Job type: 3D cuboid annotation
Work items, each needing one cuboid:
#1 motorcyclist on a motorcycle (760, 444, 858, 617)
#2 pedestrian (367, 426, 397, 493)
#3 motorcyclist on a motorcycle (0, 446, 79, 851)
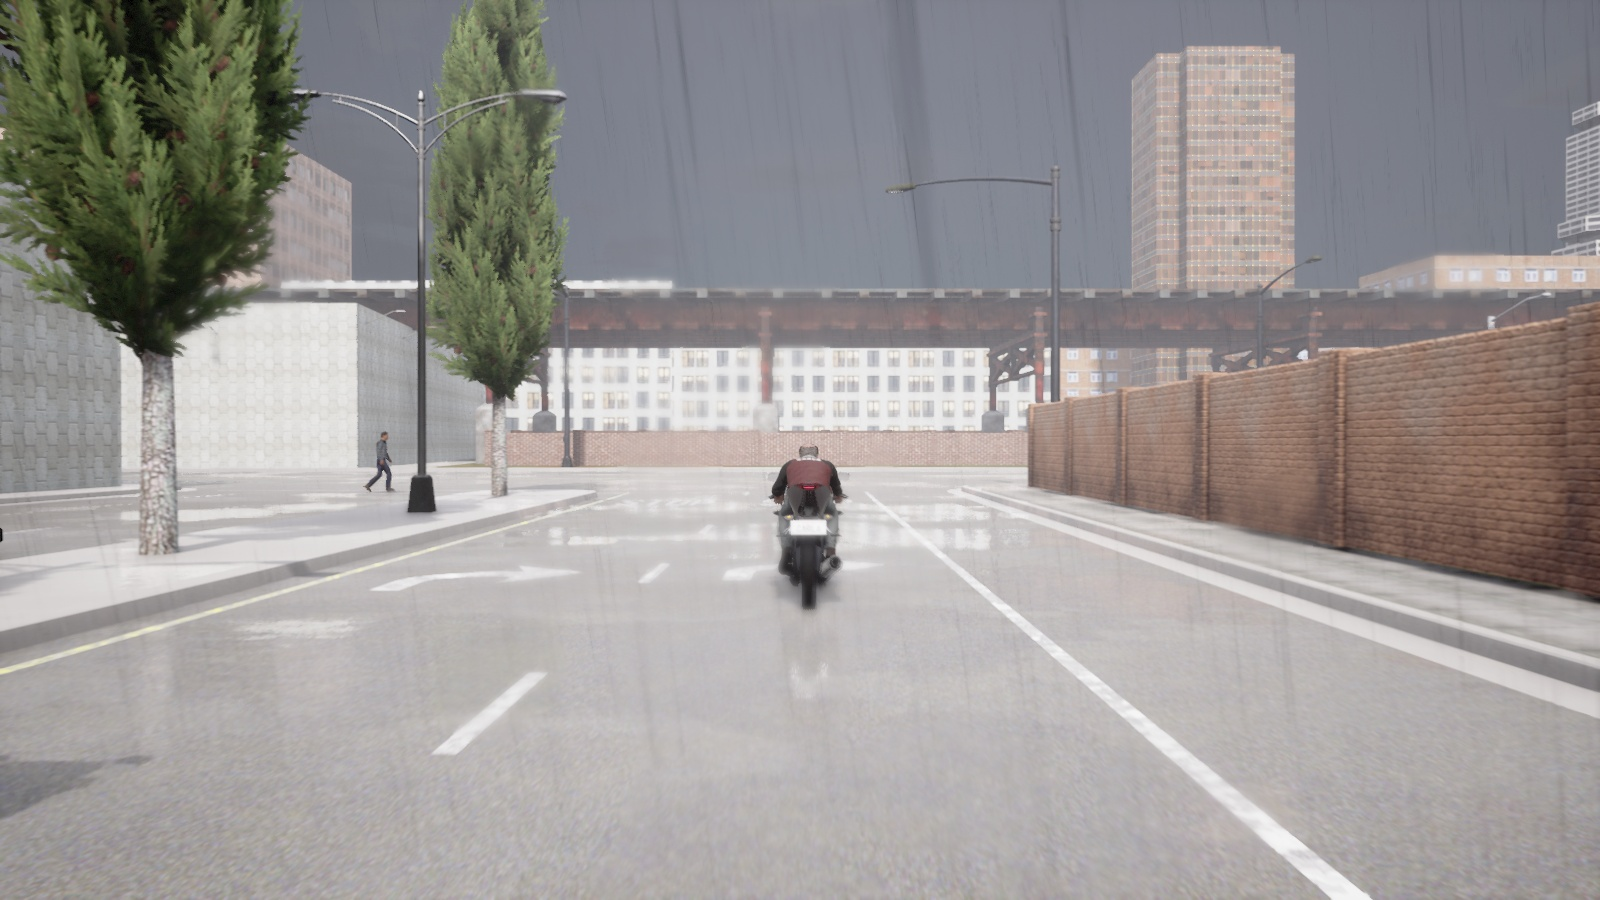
[{"bbox_3d":[0.085,0.713,12.233,0.866,1.530,2.191,0,0,0],"label":"motorcyclist on a motorcycle"},{"bbox_3d":[-12.262,0.274,36.827,0.788,1.949,0.423,0,0,-11],"label":"pedestrian"},{"bbox_3d":[-3.461,0.755,4.166,0.866,1.530,2.191,0,0,0],"label":"motorcyclist on a motorcycle"}]
